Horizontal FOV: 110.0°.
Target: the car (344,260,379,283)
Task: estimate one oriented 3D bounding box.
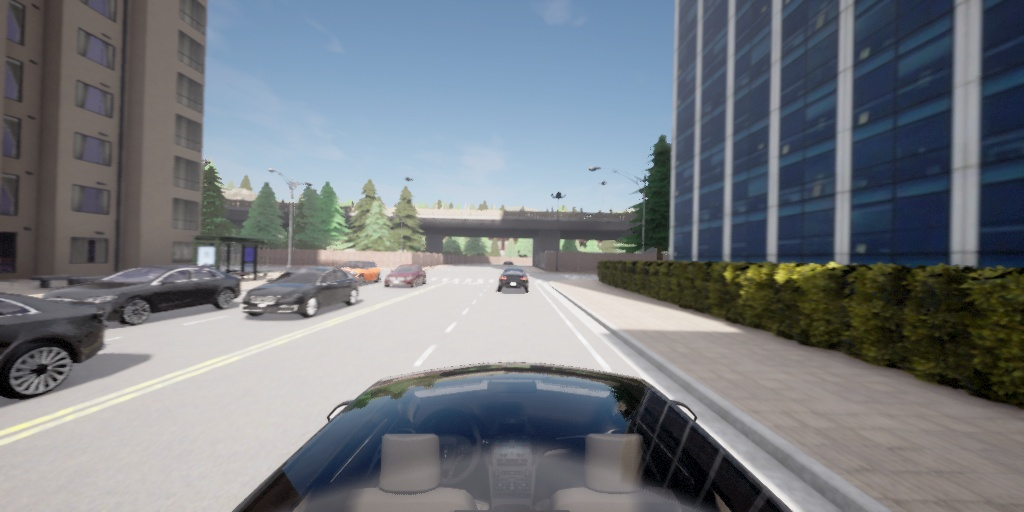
[{"bbox_3d":[-10.378,1.060,23.772,2.097,1.767,4.553,2,0,0],"label":"car"}]

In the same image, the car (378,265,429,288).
[{"bbox_3d":[-6.884,1.305,23.722,1.812,1.442,4.674,2,0,0],"label":"car"}]

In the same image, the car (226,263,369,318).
[{"bbox_3d":[-7.024,1.150,12.539,1.837,1.490,4.892,2,0,0],"label":"car"}]

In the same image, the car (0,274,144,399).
[{"bbox_3d":[-7.084,1.066,3.341,2.128,1.511,4.902,2,0,0],"label":"car"}]

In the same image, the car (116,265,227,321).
[{"bbox_3d":[-10.536,1.030,10.742,2.128,1.511,4.902,2,0,0],"label":"car"}]

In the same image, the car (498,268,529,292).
[{"bbox_3d":[0.090,1.493,22.882,1.812,1.442,4.674,2,-1,0],"label":"car"}]
